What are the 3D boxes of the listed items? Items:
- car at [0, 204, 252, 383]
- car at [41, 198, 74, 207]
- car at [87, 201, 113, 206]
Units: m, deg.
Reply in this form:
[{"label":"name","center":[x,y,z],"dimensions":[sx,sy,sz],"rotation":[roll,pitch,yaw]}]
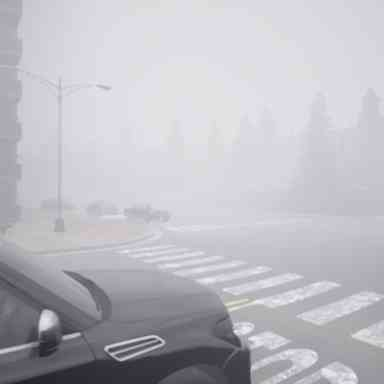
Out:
[{"label":"car","center":[-2.098,1.220,2.250],"dimensions":[5.566,2.045,2.150],"rotation":[0,0,-35]},{"label":"car","center":[-16.280,1.484,40.234],"dimensions":[4.892,1.490,1.837],"rotation":[0,0,33]},{"label":"car","center":[-8.912,1.549,32.937],"dimensions":[1.994,1.385,4.181],"rotation":[0,0,-39]}]
